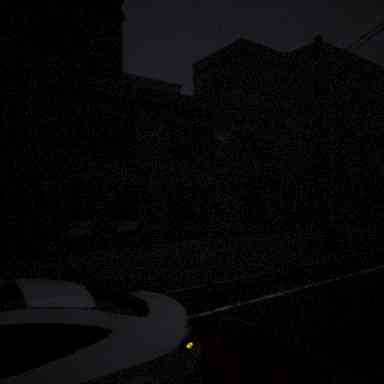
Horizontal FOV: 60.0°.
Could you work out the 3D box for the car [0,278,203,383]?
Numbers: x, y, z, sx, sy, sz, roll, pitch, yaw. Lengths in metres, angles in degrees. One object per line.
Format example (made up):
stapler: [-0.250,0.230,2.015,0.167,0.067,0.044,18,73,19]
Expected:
car: [-2.042,1.525,2.517,4.674,1.442,1.812,0,0,-36]
